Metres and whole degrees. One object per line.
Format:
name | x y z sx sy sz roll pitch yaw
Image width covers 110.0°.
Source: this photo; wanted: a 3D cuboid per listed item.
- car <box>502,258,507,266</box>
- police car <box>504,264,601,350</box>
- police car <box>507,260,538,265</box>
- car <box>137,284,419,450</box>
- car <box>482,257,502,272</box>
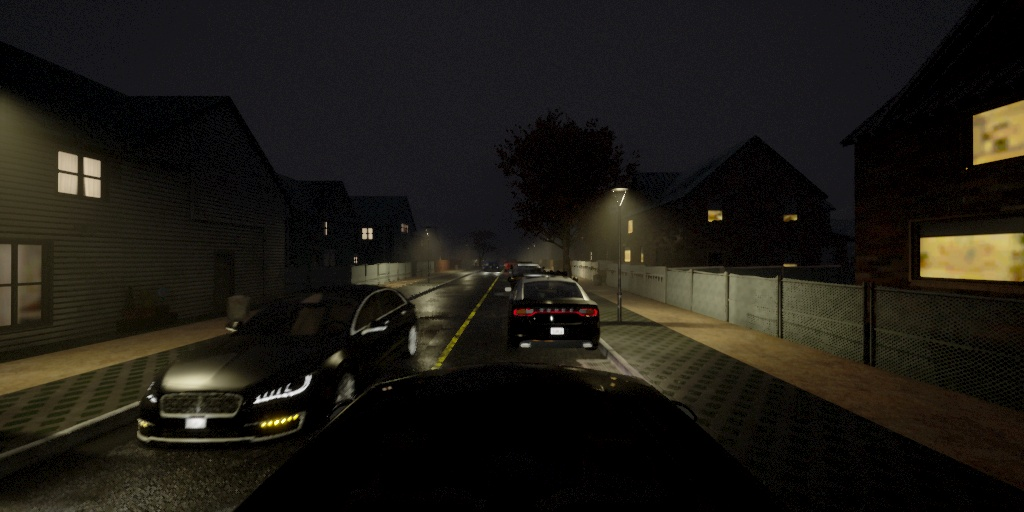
car | 0.116 1.209 47.991 2.097 1.767 4.553 0 0 1
police car | 0.837 1.178 9.177 1.930 1.638 5.238 0 0 0
police car | 0.853 1.184 19.178 1.930 1.638 5.238 0 0 0
car | -2.844 1.256 5.658 1.837 1.490 4.892 0 0 0
car | -2.770 1.085 49.071 2.150 2.045 5.566 0 0 0
